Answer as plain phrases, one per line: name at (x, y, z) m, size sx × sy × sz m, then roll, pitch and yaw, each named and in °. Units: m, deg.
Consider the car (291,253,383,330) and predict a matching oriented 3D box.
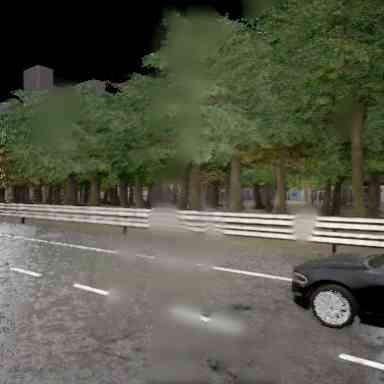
car at (4.119, 1.478, 5.229) m, size 5.008 × 1.535 × 1.882 m, roll 0°, pitch 0°, yaw 35°
